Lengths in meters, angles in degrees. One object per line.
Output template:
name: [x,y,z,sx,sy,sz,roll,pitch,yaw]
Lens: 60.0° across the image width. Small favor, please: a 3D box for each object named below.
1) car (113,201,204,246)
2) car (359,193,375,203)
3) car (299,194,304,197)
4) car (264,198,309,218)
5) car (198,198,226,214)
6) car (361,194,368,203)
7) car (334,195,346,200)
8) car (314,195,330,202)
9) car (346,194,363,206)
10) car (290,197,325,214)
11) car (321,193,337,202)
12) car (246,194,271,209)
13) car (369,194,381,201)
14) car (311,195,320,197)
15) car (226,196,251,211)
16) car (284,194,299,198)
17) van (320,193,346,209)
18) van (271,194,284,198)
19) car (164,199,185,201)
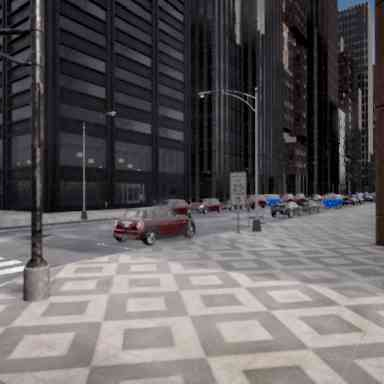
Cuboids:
car: [-1.543,1.389,15.255,1.967,1.590,4.097,0,0,36]
car: [34.484,1.365,65.344,1.887,1.381,4.507,0,0,36]
car: [17.727,1.191,56.647,2.192,1.841,5.009,0,0,36]
car: [8.282,1.458,28.916,2.008,1.369,4.403,0,0,36]
car: [1.351,1.375,33.879,1.967,1.590,4.097,0,0,36]
car: [27.933,1.405,56.237,1.947,1.339,4.313,0,0,36]
car: [37.381,1.388,83.971,1.947,1.339,4.313,0,0,36]
car: [27.554,1.398,70.310,2.008,1.369,4.403,0,0,36]
car: [24.658,1.415,51.683,1.947,1.339,4.313,0,0,36]
car: [11.558,1.461,33.469,1.947,1.339,4.313,0,0,36]
car: [30.829,1.153,74.864,2.192,1.841,5.009,0,0,36]
car: [7.901,1.225,42.987,2.192,1.841,5.009,0,0,36]
car: [41.034,1.243,74.451,1.967,1.590,4.097,0,0,36]
car: [24.279,1.297,65.756,1.967,1.590,4.097,0,0,36]
car: [4.627,1.473,38.433,2.008,1.369,4.403,0,0,36]
car: [14.452,1.202,52.094,2.192,1.841,5.009,0,0,36]
van: [18.107,1.212,42.576,1.690,1.788,3.998,0,0,36]
van: [11.176,1.239,47.540,1.690,1.788,3.998,0,0,36]
car: [-1.924,1.388,29.325,1.967,1.590,4.097,0,0,36]
